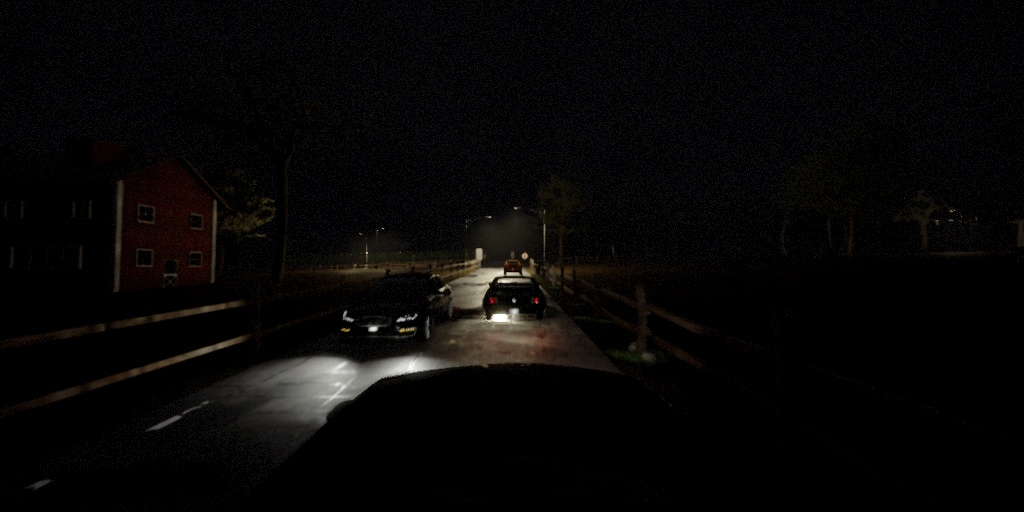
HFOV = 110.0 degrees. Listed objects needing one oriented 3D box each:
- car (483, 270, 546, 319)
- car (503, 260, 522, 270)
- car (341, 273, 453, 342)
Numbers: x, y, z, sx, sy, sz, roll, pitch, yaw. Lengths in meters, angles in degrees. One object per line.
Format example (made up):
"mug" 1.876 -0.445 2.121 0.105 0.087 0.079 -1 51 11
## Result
"car" 0.077 1.335 12.737 1.895 1.301 4.718 0 0 0
"car" 0.088 1.176 38.016 1.882 1.535 5.008 0 0 0
"car" -2.829 1.243 9.788 1.837 1.490 4.892 0 0 0
